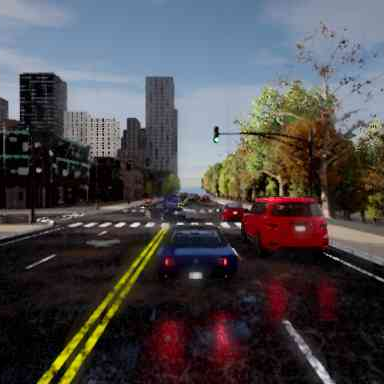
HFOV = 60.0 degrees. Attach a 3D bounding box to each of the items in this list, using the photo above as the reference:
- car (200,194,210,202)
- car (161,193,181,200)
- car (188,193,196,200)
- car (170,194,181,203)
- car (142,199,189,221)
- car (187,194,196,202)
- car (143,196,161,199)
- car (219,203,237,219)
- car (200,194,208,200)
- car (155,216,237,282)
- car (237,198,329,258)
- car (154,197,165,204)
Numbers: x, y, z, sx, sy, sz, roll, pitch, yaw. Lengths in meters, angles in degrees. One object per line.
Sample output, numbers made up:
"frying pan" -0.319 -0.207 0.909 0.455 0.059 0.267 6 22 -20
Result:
"car" 3.147 1.377 78.070 2.097 1.767 4.553 0 0 0
"car" -3.392 1.243 53.266 2.150 2.045 5.566 0 0 0
"car" -0.115 1.219 88.068 2.097 1.767 4.553 0 0 0
"car" -3.339 1.382 69.103 2.097 1.767 4.553 0 0 0
"car" -2.217 1.579 27.294 1.994 1.385 4.181 0 0 -29
"car" -0.102 1.561 77.680 2.033 1.411 5.357 0 0 0
"car" -6.643 1.375 52.768 2.097 1.767 4.553 0 0 0
"car" 3.317 1.579 27.523 1.994 1.385 4.181 0 0 0
"car" 3.135 1.389 88.103 2.128 1.511 4.902 0 0 0
"car" 0.089 1.606 9.735 1.895 1.301 4.718 0 0 0
"car" 3.334 1.228 12.921 2.150 2.045 5.566 0 0 0
"car" -6.587 1.624 67.515 1.895 1.301 4.718 0 0 0
